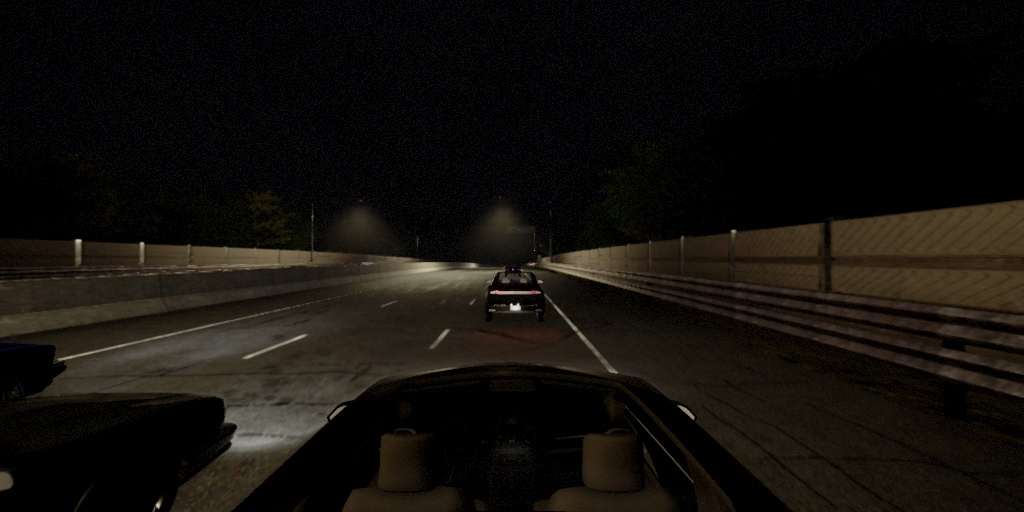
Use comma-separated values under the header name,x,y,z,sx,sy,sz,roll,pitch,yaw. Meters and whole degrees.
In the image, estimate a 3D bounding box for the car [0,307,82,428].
name,x,y,z,sx,sy,sz,roll,pitch,yaw
car,-6.899,1.352,2.603,1.895,1.301,4.718,0,0,0

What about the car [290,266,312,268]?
name,x,y,z,sx,sy,sz,roll,pitch,yaw
car,-17.597,1.497,29.464,1.895,1.301,4.718,0,-1,0

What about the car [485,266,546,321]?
name,x,y,z,sx,sy,sz,roll,pitch,yaw
car,0.100,1.273,12.575,2.128,1.511,4.902,0,0,0

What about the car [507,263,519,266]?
name,x,y,z,sx,sy,sz,roll,pitch,yaw
car,0.101,1.551,41.400,2.033,1.411,5.357,0,-1,0

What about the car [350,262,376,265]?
name,x,y,z,sx,sy,sz,roll,pitch,yaw
car,-21.064,1.604,52.159,2.128,1.511,4.902,0,-1,0

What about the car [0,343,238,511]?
name,x,y,z,sx,sy,sz,roll,pitch,yaw
car,-3.399,1.297,0.727,2.033,1.411,5.357,0,0,0

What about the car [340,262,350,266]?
name,x,y,z,sx,sy,sz,roll,pitch,yaw
car,-24.553,1.658,53.791,1.812,1.442,4.674,0,-1,0
